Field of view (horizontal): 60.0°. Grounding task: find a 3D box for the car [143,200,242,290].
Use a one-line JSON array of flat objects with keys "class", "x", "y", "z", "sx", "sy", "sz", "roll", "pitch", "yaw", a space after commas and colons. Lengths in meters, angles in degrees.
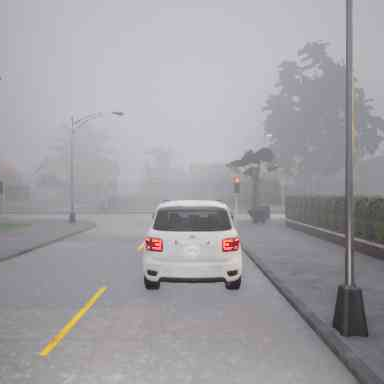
[{"class": "car", "x": 0.026, "y": 1.221, "z": 9.227, "sx": 2.150, "sy": 2.045, "sz": 5.566, "roll": 0, "pitch": 0, "yaw": 0}]
